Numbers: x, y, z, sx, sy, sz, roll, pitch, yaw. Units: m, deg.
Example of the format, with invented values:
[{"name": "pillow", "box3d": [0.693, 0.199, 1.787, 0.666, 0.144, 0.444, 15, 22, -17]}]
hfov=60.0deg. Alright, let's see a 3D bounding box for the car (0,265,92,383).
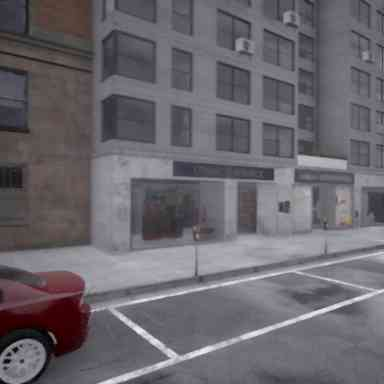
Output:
[{"name": "car", "box3d": [-3.462, 1.537, 3.720, 4.507, 1.381, 1.887, 1, 0, -36]}]
